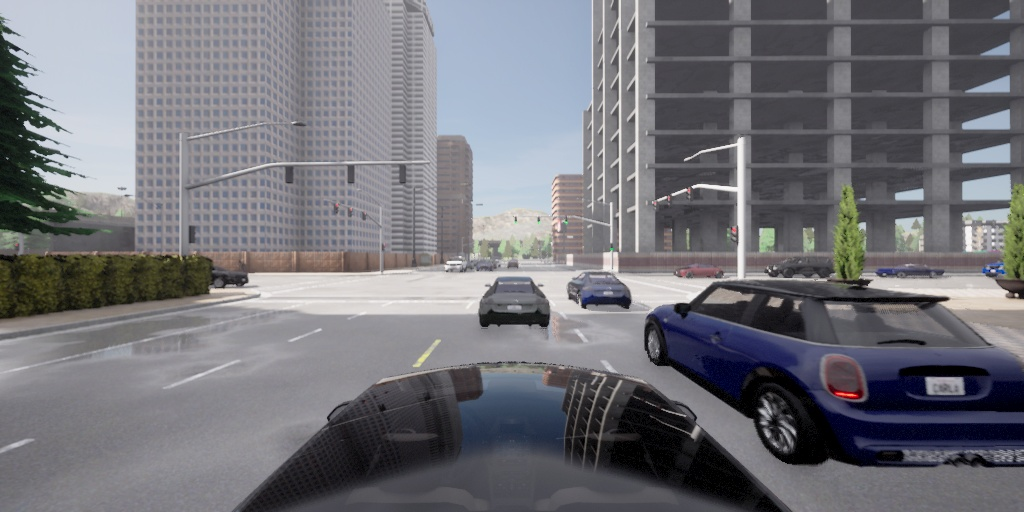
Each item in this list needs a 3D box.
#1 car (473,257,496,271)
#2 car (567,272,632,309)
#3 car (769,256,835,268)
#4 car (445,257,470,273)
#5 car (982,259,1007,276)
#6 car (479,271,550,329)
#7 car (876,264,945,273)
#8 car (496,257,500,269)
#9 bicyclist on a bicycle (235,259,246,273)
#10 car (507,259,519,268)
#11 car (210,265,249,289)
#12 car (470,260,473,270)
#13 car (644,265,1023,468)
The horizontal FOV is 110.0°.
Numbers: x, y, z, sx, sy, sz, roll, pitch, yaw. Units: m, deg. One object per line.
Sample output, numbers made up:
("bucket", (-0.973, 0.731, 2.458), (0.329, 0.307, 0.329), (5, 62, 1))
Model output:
("car", (-3.721, 1.229, 49.951), (2.097, 1.767, 4.553), (0, 0, 1))
("car", (3.566, 1.350, 15.305), (1.994, 1.385, 4.181), (0, 0, 0))
("car", (26.977, 1.056, 33.644), (5.566, 2.045, 2.150), (0, 0, 1))
("car", (-7.263, 1.091, 46.992), (2.150, 2.045, 5.566), (0, 0, 1))
("car", (47.733, 1.056, 33.458), (5.566, 2.045, 2.150), (0, 0, 1))
("car", (0.072, 1.339, 11.401), (1.994, 1.385, 4.181), (0, 0, 0))
("car", (37.107, 1.435, 33.569), (4.718, 1.301, 1.895), (0, 0, 0))
("car", (-3.579, 1.252, 58.696), (2.097, 1.767, 4.553), (0, 0, 1))
("bicyclist on a bicycle", (-29.385, 1.148, 38.798), (0.582, 1.620, 1.656), (0, 0, 0))
("car", (0.199, 1.442, 64.754), (1.812, 1.442, 4.674), (0, 0, 1))
("car", (-19.869, 1.284, 23.250), (5.008, 1.535, 1.882), (0, 0, 1))
("car", (-7.124, 1.458, 56.410), (1.994, 1.385, 4.181), (0, 0, 1))
("car", (3.600, 1.110, 5.105), (2.097, 1.767, 4.553), (0, 0, 0))
